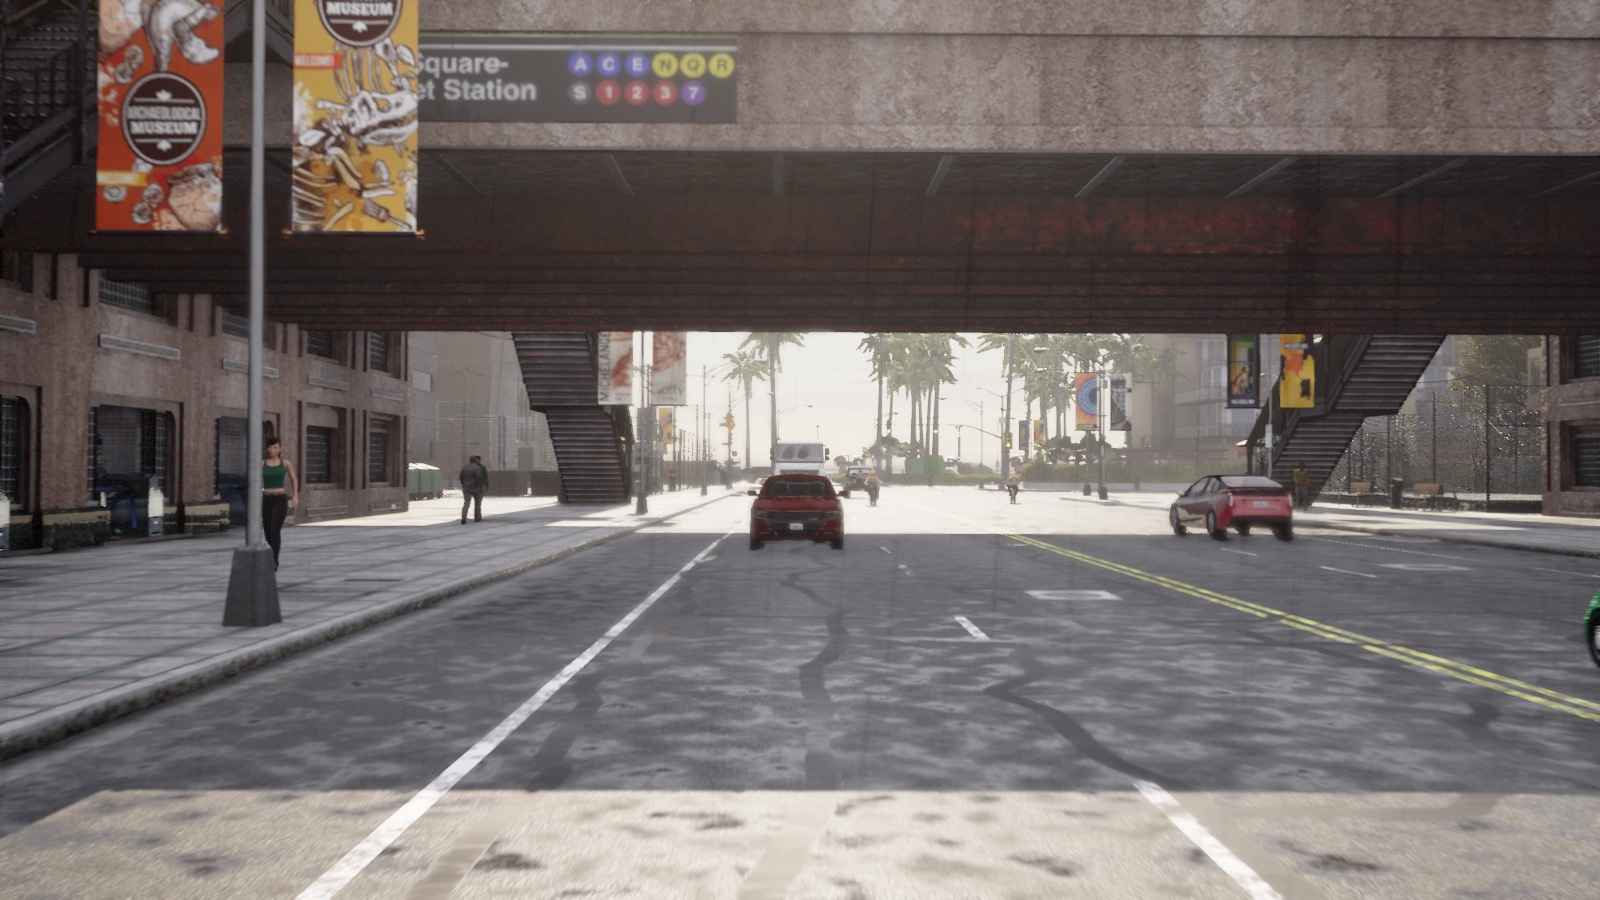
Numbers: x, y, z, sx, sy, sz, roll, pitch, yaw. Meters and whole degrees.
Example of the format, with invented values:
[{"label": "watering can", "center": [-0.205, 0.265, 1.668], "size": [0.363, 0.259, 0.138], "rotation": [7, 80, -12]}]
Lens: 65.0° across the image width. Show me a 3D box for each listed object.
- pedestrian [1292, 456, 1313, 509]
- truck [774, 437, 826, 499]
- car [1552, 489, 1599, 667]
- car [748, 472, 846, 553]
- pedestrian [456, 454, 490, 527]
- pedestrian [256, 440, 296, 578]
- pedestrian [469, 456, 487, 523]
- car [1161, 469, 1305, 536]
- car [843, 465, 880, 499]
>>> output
[{"label": "pedestrian", "center": [17.765, 1.144, 44.423], "size": [0.431, 1.840, 0.709], "rotation": [0, -1, 1]}, {"label": "truck", "center": [-0.021, 1.074, 74.146], "size": [2.891, 3.462, 7.936], "rotation": [0, -1, 0]}, {"label": "car", "center": [6.978, 0.997, 9.300], "size": [1.481, 1.376, 2.207], "rotation": [0, -1, 0]}, {"label": "car", "center": [-0.039, 1.237, 26.549], "size": [1.882, 1.535, 5.008], "rotation": [0, -1, 0]}, {"label": "pedestrian", "center": [-8.489, 1.052, 32.643], "size": [0.563, 1.883, 0.849], "rotation": [0, -1, 10]}, {"label": "pedestrian", "center": [-7.104, 0.785, 17.027], "size": [0.345, 1.836, 0.594], "rotation": [0, -1, -7]}, {"label": "pedestrian", "center": [-8.939, 1.091, 34.903], "size": [0.353, 1.847, 0.614], "rotation": [0, -1, -2]}, {"label": "car", "center": [10.496, 1.235, 30.815], "size": [2.007, 1.525, 4.514], "rotation": [0, -1, 0]}, {"label": "car", "center": [3.485, 1.802, 72.003], "size": [1.905, 1.878, 3.866], "rotation": [0, -1, 0]}]
